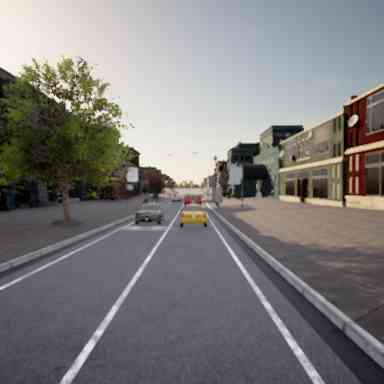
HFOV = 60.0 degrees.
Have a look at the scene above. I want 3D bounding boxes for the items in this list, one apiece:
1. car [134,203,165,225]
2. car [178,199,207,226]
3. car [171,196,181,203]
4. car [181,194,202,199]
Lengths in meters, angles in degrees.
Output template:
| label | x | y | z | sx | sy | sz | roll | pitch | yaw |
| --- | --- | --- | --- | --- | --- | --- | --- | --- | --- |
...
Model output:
| label | x | y | z | sx | sy | sz | roll | pitch | yaw |
| --- | --- | --- | --- | --- | --- | --- | --- | --- | --- |
| car | -3.085 | 1.584 | 24.950 | 1.837 | 1.490 | 4.892 | 0 | 0 | 0 |
| car | 0.111 | 1.535 | 23.858 | 1.801 | 1.575 | 5.366 | 0 | 0 | 0 |
| car | -2.979 | 1.452 | 65.355 | 2.033 | 1.411 | 5.357 | 0 | 0 | 0 |
| car | 0.120 | 1.271 | 42.142 | 2.150 | 2.045 | 5.566 | 0 | 0 | 0 |
